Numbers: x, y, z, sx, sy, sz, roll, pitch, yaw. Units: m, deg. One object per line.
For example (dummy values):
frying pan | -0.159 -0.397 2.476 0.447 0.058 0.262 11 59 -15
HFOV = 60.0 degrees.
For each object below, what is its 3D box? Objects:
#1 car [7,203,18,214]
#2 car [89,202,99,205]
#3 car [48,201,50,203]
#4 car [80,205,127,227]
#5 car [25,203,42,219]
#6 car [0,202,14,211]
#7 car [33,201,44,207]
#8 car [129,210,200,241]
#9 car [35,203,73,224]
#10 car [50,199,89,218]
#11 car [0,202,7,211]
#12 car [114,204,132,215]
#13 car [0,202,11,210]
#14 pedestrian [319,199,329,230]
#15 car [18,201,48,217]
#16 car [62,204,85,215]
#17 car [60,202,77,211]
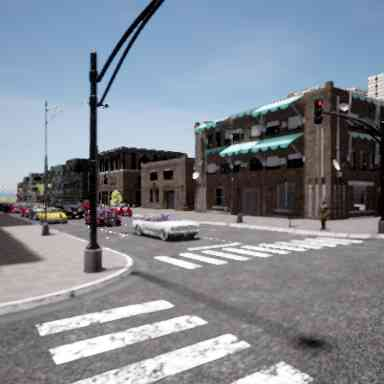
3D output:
car | -25.186 2.311 48.426 1.967 1.590 4.097 -1 -1 -34
car | -11.830 2.300 43.782 1.802 1.307 4.206 -1 -1 -34
car | -21.996 2.160 53.867 2.150 2.045 5.566 0 -1 -34
car | -7.237 1.987 26.847 1.994 1.385 4.181 0 -1 -35
car | -15.564 2.142 34.373 2.008 1.369 4.403 -1 -1 -34
car | -34.812 2.698 62.473 1.887 1.381 4.507 -1 -1 -34
car | -37.613 2.999 81.374 1.752 1.417 4.829 -1 -1 -34
car | -1.543 1.861 18.559 1.895 1.301 4.718 0 -1 -34
car | -12.302 2.020 29.521 1.752 1.417 4.829 -1 -1 -34
car | -13.221 1.818 35.617 2.150 2.045 5.566 0 -1 -34
car | -31.601 2.625 57.791 1.947 1.339 4.313 -1 -1 -34
car | -8.605 2.065 39.115 1.967 1.590 4.097 -1 -1 -34
car | -38.023 2.798 67.155 2.008 1.369 4.403 -1 -1 -34
pedestrian | 7.956 1.372 20.157 0.375 1.860 0.375 -1 0 -34
car | -18.747 2.124 39.075 1.967 1.590 4.097 -1 -1 -34
car | -16.332 2.339 45.702 1.994 1.385 4.181 0 -1 -34
car | -21.560 2.527 57.967 1.752 1.417 4.829 -1 -1 -34
